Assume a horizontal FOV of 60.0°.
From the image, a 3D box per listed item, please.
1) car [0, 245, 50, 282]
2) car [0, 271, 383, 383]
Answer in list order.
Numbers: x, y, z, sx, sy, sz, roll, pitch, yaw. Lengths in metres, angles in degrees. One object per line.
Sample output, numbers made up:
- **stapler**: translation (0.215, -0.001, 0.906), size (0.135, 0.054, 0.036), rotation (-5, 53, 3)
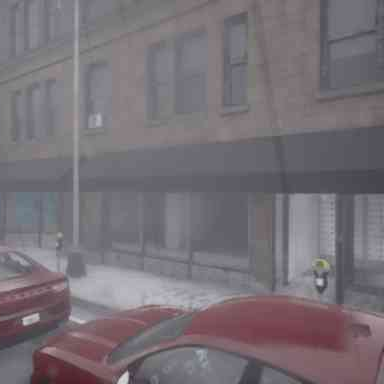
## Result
- **car**: translation (-3.986, 1.608, 5.795), size (4.507, 1.381, 1.887), rotation (-1, 0, 36)
- **car**: translation (0.495, 1.554, 2.598), size (4.507, 1.381, 1.887), rotation (-1, 0, 36)
